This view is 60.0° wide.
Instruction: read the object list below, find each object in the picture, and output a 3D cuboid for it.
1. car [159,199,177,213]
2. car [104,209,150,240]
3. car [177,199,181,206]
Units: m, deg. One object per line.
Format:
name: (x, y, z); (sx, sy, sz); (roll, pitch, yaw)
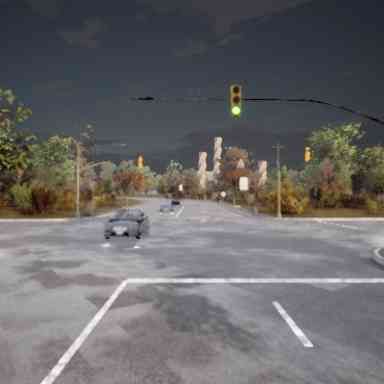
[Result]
car: (-3.449, 2.125, 46.242); (1.812, 1.442, 4.674); (0, 0, 0)
car: (-3.482, 1.726, 18.464); (2.128, 1.511, 4.902); (0, -1, 0)
car: (-3.444, 2.240, 71.365); (1.895, 1.301, 4.718); (0, 0, 0)
